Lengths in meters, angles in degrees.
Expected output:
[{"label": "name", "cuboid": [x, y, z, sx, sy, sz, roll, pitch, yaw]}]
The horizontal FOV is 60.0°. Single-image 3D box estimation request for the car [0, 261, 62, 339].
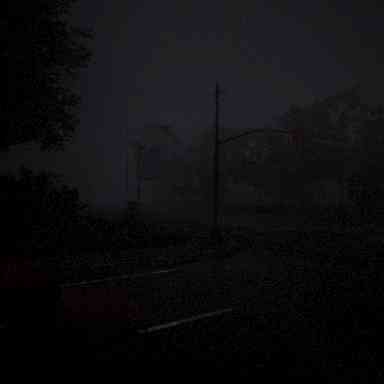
[{"label": "car", "cuboid": [-4.589, 1.586, 4.895, 4.718, 1.301, 1.895, 1, -1, -35]}]
